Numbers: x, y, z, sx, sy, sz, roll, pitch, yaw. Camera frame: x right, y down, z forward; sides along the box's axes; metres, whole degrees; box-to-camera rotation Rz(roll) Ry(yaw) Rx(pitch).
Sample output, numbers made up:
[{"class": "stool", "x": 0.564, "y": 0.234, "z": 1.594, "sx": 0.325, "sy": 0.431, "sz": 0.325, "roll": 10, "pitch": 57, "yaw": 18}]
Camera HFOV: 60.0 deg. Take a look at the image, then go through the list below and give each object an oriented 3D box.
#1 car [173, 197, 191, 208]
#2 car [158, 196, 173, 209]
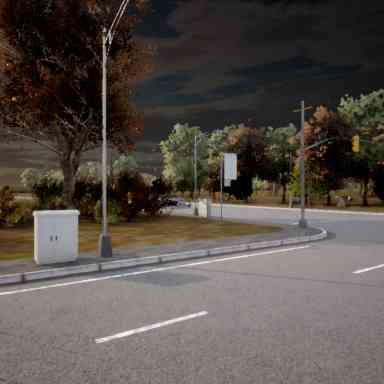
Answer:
[{"class": "car", "x": -1.926, "y": 1.455, "z": 46.430, "sx": 2.128, "sy": 1.511, "sz": 4.902, "roll": 0, "pitch": 0, "yaw": -33}, {"class": "car", "x": -4.879, "y": 1.316, "z": 44.547, "sx": 2.097, "sy": 1.767, "sz": 4.553, "roll": 0, "pitch": 0, "yaw": -33}]
